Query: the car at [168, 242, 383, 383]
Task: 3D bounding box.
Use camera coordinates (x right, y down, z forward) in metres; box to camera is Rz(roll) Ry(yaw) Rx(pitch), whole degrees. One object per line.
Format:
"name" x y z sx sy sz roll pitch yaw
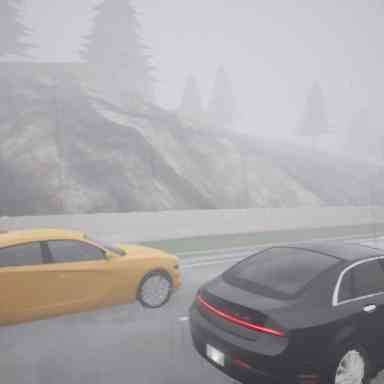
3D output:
"car" 2.259 1.512 4.917 4.892 1.490 1.837 1 0 -34

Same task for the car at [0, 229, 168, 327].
"car" -2.523 1.424 6.120 5.008 1.535 1.882 1 0 -34
